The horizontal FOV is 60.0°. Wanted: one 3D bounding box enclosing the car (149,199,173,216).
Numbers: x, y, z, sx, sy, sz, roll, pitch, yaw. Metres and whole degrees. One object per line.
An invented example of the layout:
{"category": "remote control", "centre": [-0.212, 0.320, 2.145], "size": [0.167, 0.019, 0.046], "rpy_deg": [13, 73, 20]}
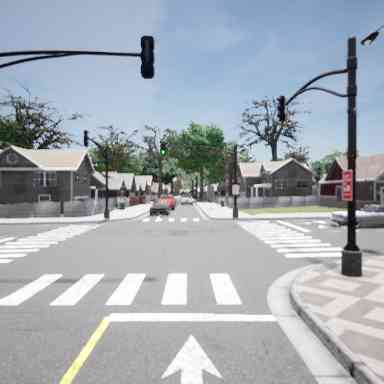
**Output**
{"category": "car", "centre": [-3.305, 1.744, 34.518], "size": [1.895, 1.301, 4.718], "rpy_deg": [0, 0, -1]}

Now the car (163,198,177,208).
{"category": "car", "centre": [-3.637, 1.737, 55.290], "size": [2.128, 1.511, 4.902], "rpy_deg": [0, 0, -1]}

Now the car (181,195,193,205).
{"category": "car", "centre": [-0.968, 1.524, 65.753], "size": [2.150, 2.045, 5.566], "rpy_deg": [0, 0, -1]}

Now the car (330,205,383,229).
{"category": "car", "centre": [10.827, 1.423, 19.809], "size": [4.718, 1.301, 1.895], "rpy_deg": [-1, 0, -1]}

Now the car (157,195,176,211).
{"category": "car", "centre": [-3.476, 1.417, 45.243], "size": [2.150, 2.045, 5.566], "rpy_deg": [0, 0, -1]}
